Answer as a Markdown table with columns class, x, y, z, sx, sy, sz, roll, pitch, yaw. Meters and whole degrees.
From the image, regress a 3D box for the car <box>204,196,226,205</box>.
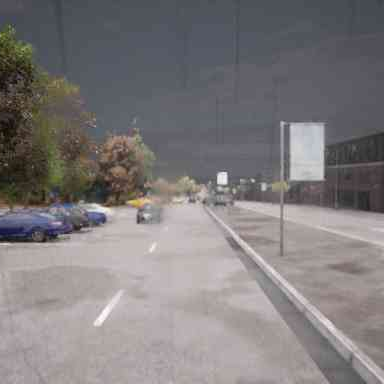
| class | x | y | z | sx | sy | sz | roll | pitch | yaw |
| --- | --- | --- | --- | --- | --- | --- | --- | --- | --- |
| car | 4.836 | 1.800 | 71.023 | 4.553 | 1.767 | 2.185 | 0 | -1 | 0 |

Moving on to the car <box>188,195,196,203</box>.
| class | x | y | z | sx | sy | sz | roll | pitch | yaw |
| --- | --- | --- | --- | --- | --- | --- | --- | --- | --- |
| car | 0.039 | 1.968 | 93.449 | 2.150 | 2.045 | 5.566 | 0 | -1 | 0 |

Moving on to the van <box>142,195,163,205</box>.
| class | x | y | z | sx | sy | sz | roll | pitch | yaw |
| --- | --- | --- | --- | --- | --- | --- | --- | --- | --- |
| van | -8.391 | 1.692 | 70.964 | 4.442 | 1.987 | 1.878 | 0 | -1 | 0 |

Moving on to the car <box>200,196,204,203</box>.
| class | x | y | z | sx | sy | sz | roll | pitch | yaw |
| --- | --- | --- | --- | --- | --- | --- | --- | --- | --- |
| car | 4.773 | 1.541 | 59.814 | 5.566 | 2.045 | 2.435 | 0 | -1 | 0 |

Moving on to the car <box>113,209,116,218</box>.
| class | x | y | z | sx | sy | sz | roll | pitch | yaw |
| --- | --- | --- | --- | --- | --- | --- | --- | --- | --- |
| car | -8.308 | 1.638 | 25.773 | 4.674 | 1.452 | 2.002 | 0 | 0 | 0 |

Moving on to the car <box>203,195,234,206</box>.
| class | x | y | z | sx | sy | sz | roll | pitch | yaw |
| --- | --- | --- | --- | --- | --- | --- | --- | --- | --- |
| car | 4.805 | 1.769 | 57.011 | 4.892 | 1.521 | 2.231 | 0 | 0 | 0 |

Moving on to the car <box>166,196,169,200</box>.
| class | x | y | z | sx | sy | sz | roll | pitch | yaw |
| --- | --- | --- | --- | --- | --- | --- | --- | --- | --- |
| car | -8.276 | 2.038 | 76.532 | 4.674 | 1.452 | 2.002 | 0 | -1 | 0 |

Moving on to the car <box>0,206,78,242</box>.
| class | x | y | z | sx | sy | sz | roll | pitch | yaw |
| --- | --- | --- | --- | --- | --- | --- | --- | --- | --- |
| car | -8.316 | 1.592 | 16.075 | 4.674 | 1.452 | 2.002 | 0 | 0 | 0 |

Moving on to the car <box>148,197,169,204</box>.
| class | x | y | z | sx | sy | sz | roll | pitch | yaw |
| --- | --- | --- | --- | --- | --- | --- | --- | --- | --- |
| car | -8.278 | 2.078 | 82.104 | 5.008 | 1.535 | 2.097 | 0 | -1 | 0 |

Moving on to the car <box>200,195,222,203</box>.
| class | x | y | z | sx | sy | sz | roll | pitch | yaw |
| --- | --- | --- | --- | --- | --- | --- | --- | --- | --- |
| car | 4.765 | 1.875 | 85.041 | 5.566 | 2.045 | 2.435 | 0 | -1 | 0 |

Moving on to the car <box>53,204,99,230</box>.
| class | x | y | z | sx | sy | sz | roll | pitch | yaw |
| --- | --- | --- | --- | --- | --- | --- | --- | --- | --- |
| car | -8.311 | 1.569 | 19.351 | 4.892 | 1.521 | 2.231 | 0 | 0 | 0 |

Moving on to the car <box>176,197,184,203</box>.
| class | x | y | z | sx | sy | sz | roll | pitch | yaw |
| --- | --- | --- | --- | --- | --- | --- | --- | --- | --- |
| car | -3.205 | 2.124 | 87.491 | 1.994 | 1.385 | 4.181 | 0 | -1 | 0 |

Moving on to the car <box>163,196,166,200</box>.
| class | x | y | z | sx | sy | sz | roll | pitch | yaw |
| --- | --- | --- | --- | --- | --- | --- | --- | --- | --- |
| car | -8.244 | 1.756 | 68.183 | 4.553 | 1.767 | 2.185 | 0 | -1 | 0 |

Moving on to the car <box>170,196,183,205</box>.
| class | x | y | z | sx | sy | sz | roll | pitch | yaw |
| --- | --- | --- | --- | --- | --- | --- | --- | --- | --- |
| car | -3.190 | 1.923 | 71.242 | 1.882 | 1.535 | 5.008 | 0 | -1 | 0 |

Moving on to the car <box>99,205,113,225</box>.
| class | x | y | z | sx | sy | sz | roll | pitch | yaw |
| --- | --- | --- | --- | --- | --- | --- | --- | --- | --- |
| car | -8.319 | 1.583 | 22.625 | 5.008 | 1.535 | 2.097 | 0 | 0 | 0 |

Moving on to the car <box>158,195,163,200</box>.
| class | x | y | z | sx | sy | sz | roll | pitch | yaw |
| --- | --- | --- | --- | --- | --- | --- | --- | --- | --- |
| car | -8.284 | 1.785 | 59.826 | 5.008 | 1.535 | 2.097 | 0 | 0 | 0 |

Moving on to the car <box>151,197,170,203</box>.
| class | x | y | z | sx | sy | sz | roll | pitch | yaw |
| --- | --- | --- | --- | --- | --- | --- | --- | --- | --- |
| car | -8.319 | 2.188 | 87.673 | 4.792 | 1.488 | 2.163 | 0 | -1 | 0 |

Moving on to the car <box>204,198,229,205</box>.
| class | x | y | z | sx | sy | sz | roll | pitch | yaw |
| --- | --- | --- | --- | --- | --- | --- | --- | --- | --- |
| car | 4.798 | 1.853 | 65.415 | 4.892 | 1.521 | 2.231 | 0 | -1 | 0 |

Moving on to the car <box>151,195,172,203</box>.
| class | x | y | z | sx | sy | sz | roll | pitch | yaw |
| --- | --- | --- | --- | --- | --- | --- | --- | --- | --- |
| car | -8.265 | 1.949 | 90.460 | 5.566 | 2.045 | 2.435 | 0 | -1 | 0 |

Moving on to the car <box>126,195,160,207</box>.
| class | x | y | z | sx | sy | sz | roll | pitch | yaw |
| --- | --- | --- | --- | --- | --- | --- | --- | --- | --- |
| car | -8.278 | 1.739 | 54.258 | 5.008 | 1.535 | 2.097 | 0 | 0 | 0 |

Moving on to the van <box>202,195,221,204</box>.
| class | x | y | z | sx | sy | sz | roll | pitch | yaw |
| --- | --- | --- | --- | --- | --- | --- | --- | --- | --- |
| van | 4.683 | 1.820 | 79.434 | 4.442 | 1.987 | 1.878 | 0 | -1 | 0 |

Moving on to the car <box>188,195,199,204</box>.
| class | x | y | z | sx | sy | sz | roll | pitch | yaw |
| --- | --- | --- | --- | --- | --- | --- | --- | --- | --- |
| car | 0.051 | 2.092 | 82.971 | 1.882 | 1.535 | 5.008 | 0 | -1 | 0 |

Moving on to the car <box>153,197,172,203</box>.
| class | x | y | z | sx | sy | sz | roll | pitch | yaw |
| --- | --- | --- | --- | --- | --- | --- | --- | --- | --- |
| car | -8.291 | 2.245 | 93.242 | 5.008 | 1.535 | 2.097 | 0 | -1 | 0 |

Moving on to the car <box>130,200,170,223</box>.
| class | x | y | z | sx | sy | sz | roll | pitch | yaw |
| --- | --- | --- | --- | --- | --- | --- | --- | --- | --- |
| car | -3.226 | 1.620 | 26.504 | 2.128 | 1.511 | 4.902 | 0 | 0 | 0 |

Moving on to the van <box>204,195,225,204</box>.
| class | x | y | z | sx | sy | sz | roll | pitch | yaw |
| --- | --- | --- | --- | --- | --- | --- | --- | --- | --- |
| van | 4.920 | 1.740 | 73.828 | 4.442 | 1.987 | 1.878 | 0 | -1 | 0 |
